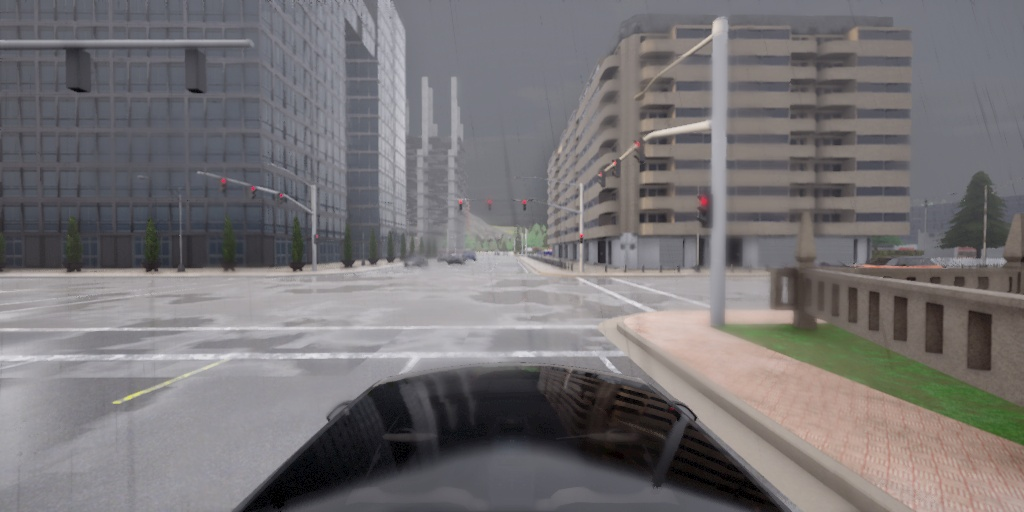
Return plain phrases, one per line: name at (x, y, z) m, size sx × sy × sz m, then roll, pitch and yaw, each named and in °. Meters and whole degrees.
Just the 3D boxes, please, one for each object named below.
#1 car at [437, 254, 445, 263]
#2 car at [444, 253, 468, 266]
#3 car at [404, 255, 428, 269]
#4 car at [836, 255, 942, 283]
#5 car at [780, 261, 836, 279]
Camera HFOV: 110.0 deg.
car at (-11.109, 0.365, 59.232) m, size 1.837 × 1.490 × 4.892 m, roll 0°, pitch 1°, yaw -1°
car at (-7.562, 0.618, 48.945) m, size 1.895 × 1.301 × 4.718 m, roll 0°, pitch 1°, yaw 0°
car at (-11.005, 0.627, 41.434) m, size 2.128 × 1.511 × 4.902 m, roll 0°, pitch 1°, yaw -1°
car at (22.909, 0.832, 21.609) m, size 4.553 × 1.767 × 2.097 m, roll 0°, pitch 1°, yaw -1°
car at (21.533, 1.028, 25.091) m, size 4.718 × 1.301 × 1.895 m, roll 0°, pitch 1°, yaw -1°
